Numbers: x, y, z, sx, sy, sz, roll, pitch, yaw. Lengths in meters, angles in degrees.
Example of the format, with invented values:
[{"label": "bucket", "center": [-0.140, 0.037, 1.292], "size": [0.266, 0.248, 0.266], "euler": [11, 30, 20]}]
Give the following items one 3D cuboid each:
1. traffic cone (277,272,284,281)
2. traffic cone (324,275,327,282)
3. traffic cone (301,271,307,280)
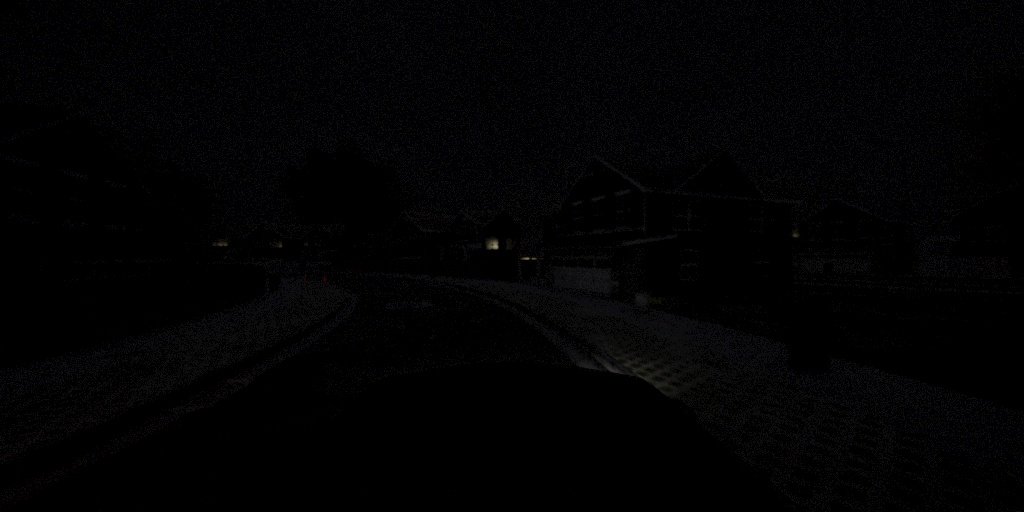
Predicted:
[{"label": "traffic cone", "center": [-22.929, 1.943, 35.808], "size": [0.340, 0.580, 0.340], "euler": [0, 0, 32]}, {"label": "traffic cone", "center": [-15.585, 1.881, 29.929], "size": [0.340, 0.580, 0.340], "euler": [0, 0, -45]}, {"label": "traffic cone", "center": [-19.087, 1.911, 33.081], "size": [0.340, 0.580, 0.340], "euler": [0, 0, 39]}]
